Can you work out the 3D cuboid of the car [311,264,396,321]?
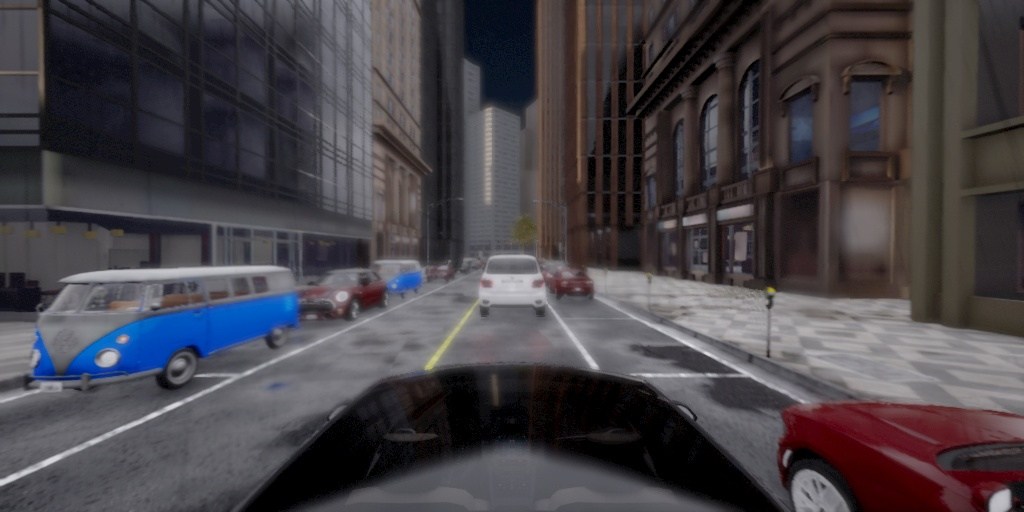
[{"bbox_3d":[-5.668,1.197,12.140,1.967,1.591,4.097,0,0,0],"label":"car"}]

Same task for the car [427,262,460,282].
[{"bbox_3d":[-5.667,1.345,29.013,1.802,1.307,4.207,0,0,0],"label":"car"}]

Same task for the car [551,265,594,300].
[{"bbox_3d":[2.858,1.305,17.768,1.888,1.381,4.507,0,0,0],"label":"car"}]

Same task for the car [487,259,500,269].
[{"bbox_3d":[-3.044,1.259,60.386,1.837,1.490,4.892,0,0,1],"label":"car"}]

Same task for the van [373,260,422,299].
[{"bbox_3d":[-5.668,1.101,17.764,1.690,1.789,3.998,0,0,0],"label":"van"}]

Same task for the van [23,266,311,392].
[{"bbox_3d":[-5.668,1.094,6.514,1.690,1.789,3.998,0,0,0],"label":"van"}]

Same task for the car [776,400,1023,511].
[{"bbox_3d":[2.857,1.294,0.894,1.888,1.381,4.507,0,0,0],"label":"car"}]

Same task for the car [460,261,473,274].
[{"bbox_3d":[-5.667,1.327,40.264,1.948,1.339,4.313,0,0,0],"label":"car"}]

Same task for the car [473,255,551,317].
[{"bbox_3d":[0.031,0.981,13.416,2.150,2.045,5.566,0,0,1],"label":"car"}]
